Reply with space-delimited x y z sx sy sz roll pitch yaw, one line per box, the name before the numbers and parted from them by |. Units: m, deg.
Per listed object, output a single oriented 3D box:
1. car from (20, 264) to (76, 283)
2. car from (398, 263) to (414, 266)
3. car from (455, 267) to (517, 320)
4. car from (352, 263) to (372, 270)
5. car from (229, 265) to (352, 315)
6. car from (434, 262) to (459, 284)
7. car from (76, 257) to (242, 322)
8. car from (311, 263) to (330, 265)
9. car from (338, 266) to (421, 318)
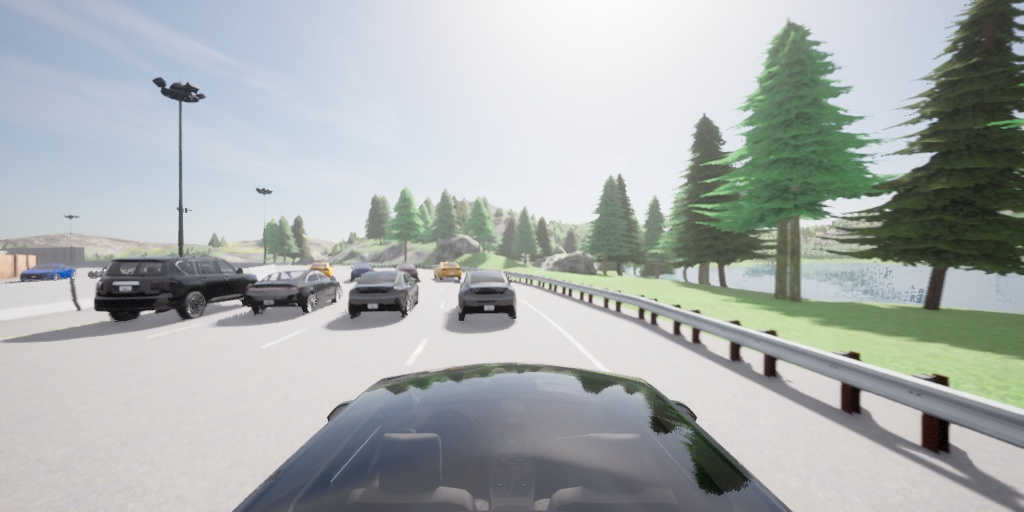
car | -40.521 1.448 31.460 1.882 1.535 5.008 0 0 -33
car | -9.297 1.354 31.394 1.812 1.442 4.674 0 0 -20
car | -0.993 1.273 12.861 1.837 1.490 4.892 0 0 -8
car | -13.046 1.371 31.374 1.812 1.442 4.674 0 0 -21
car | -8.217 1.294 13.977 2.128 1.511 4.902 0 0 -8
car | -5.763 1.290 31.847 1.882 1.535 5.008 0 0 -20
car | -11.527 1.038 12.969 2.150 2.045 5.566 0 0 -9
car | -17.018 1.341 31.888 1.882 1.535 5.008 0 0 -23
car | -4.585 1.290 13.319 1.837 1.490 4.892 0 0 -8
